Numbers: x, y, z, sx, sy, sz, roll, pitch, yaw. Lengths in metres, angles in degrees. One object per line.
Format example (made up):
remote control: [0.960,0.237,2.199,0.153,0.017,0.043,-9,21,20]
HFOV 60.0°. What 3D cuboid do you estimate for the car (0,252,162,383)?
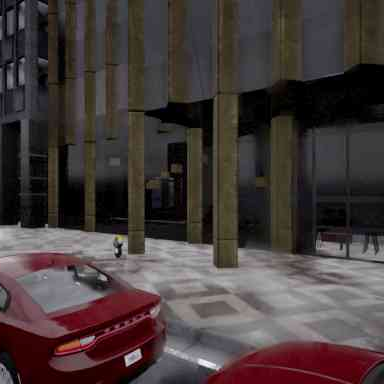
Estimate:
car: [-2.414,1.545,4.678,4.507,1.381,1.887,0,0,35]

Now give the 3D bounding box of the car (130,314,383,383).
car: [2.016,1.545,1.525,4.507,1.381,1.887,0,0,35]
